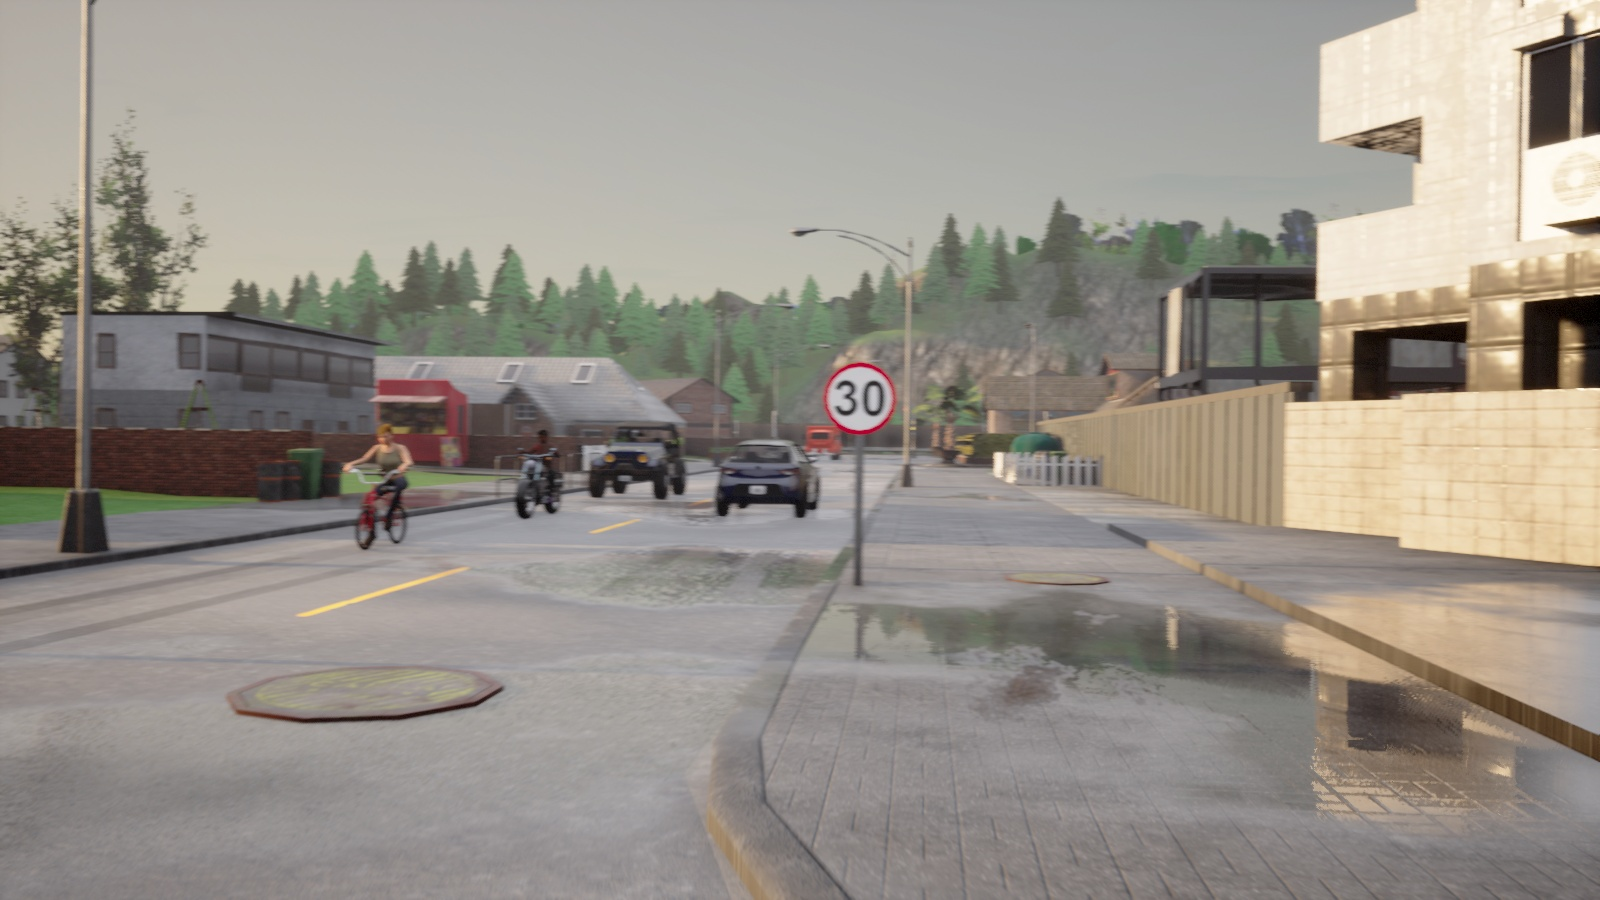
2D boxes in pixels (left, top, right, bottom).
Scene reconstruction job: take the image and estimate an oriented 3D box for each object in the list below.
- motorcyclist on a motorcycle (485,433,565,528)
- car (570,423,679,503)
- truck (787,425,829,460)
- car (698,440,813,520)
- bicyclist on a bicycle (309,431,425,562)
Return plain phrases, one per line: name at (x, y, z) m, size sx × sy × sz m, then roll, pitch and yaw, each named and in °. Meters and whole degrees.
motorcyclist on a motorcycle at (-5.011, 0.515, 23.043) m, size 0.766 × 1.649 × 2.350 m, roll 0°, pitch 1°, yaw 5°
car at (-4.315, 0.286, 31.502) m, size 1.905 × 1.878 × 3.866 m, roll 0°, pitch 0°, yaw 5°
truck at (0.606, -0.526, 91.168) m, size 2.627 × 2.467 × 5.204 m, roll 0°, pitch 0°, yaw 5°
car at (-0.807, 0.538, 25.347) m, size 1.816 × 1.474 × 4.193 m, roll 0°, pitch 0°, yaw 5°
bicyclist on a bicycle at (-5.564, 0.562, 16.235) m, size 0.866 × 1.612 × 1.509 m, roll 0°, pitch 0°, yaw 5°
